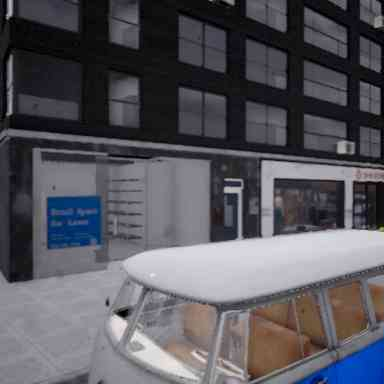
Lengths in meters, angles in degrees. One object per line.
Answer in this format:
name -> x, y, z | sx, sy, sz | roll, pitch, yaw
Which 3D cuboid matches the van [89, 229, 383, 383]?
van -> 1.041, 1.336, 3.151 | 3.998, 1.788, 1.690 | 0, 0, -35
